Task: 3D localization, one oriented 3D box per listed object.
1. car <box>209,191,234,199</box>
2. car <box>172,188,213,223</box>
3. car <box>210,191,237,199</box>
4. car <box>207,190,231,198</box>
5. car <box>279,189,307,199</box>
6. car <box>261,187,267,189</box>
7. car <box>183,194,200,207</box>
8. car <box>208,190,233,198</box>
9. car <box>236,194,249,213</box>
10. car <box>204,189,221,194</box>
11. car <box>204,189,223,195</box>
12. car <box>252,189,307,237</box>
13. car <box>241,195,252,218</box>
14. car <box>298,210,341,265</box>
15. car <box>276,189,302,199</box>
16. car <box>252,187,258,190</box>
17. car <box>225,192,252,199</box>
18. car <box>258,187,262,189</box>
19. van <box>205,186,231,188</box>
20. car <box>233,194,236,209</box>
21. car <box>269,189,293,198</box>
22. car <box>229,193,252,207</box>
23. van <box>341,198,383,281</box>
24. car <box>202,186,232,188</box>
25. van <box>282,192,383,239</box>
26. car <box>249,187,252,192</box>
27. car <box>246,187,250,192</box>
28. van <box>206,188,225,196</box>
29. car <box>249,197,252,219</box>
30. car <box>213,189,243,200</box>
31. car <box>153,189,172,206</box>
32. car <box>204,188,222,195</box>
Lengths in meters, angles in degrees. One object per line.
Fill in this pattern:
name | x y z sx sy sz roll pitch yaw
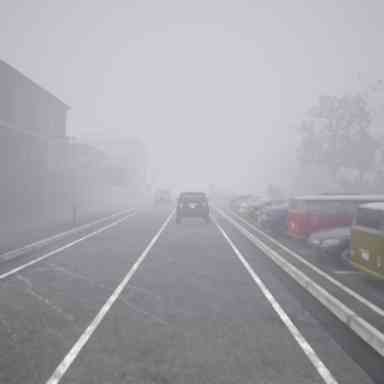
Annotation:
car | 5.730 0.525 64.559 4.674 1.452 2.002 0 1 0
car | 0.041 0.949 22.794 2.150 2.045 5.566 0 1 0
car | 5.767 0.573 61.777 4.792 1.488 2.163 0 1 0
car | 5.700 0.367 70.124 4.892 1.521 2.231 0 1 0
car | 18.848 0.415 61.946 4.553 1.767 2.185 0 1 0
car | 18.804 0.052 73.080 5.566 2.045 2.435 0 1 0
car | -0.073 0.991 41.034 1.994 1.385 4.181 0 1 0
car | 5.688 0.455 67.342 4.792 1.488 2.163 0 1 0
car | 6.230 1.121 24.544 5.366 1.575 1.946 0 1 0
car | 5.626 -0.073 92.386 4.674 1.452 2.002 0 1 0
car | 5.651 0.010 86.819 4.892 1.521 2.231 0 1 0
car | 6.025 1.037 16.063 5.566 2.045 2.435 0 1 0
car | 6.042 1.179 21.718 5.008 1.535 2.097 0 1 0
car | 6.062 1.438 10.419 4.674 1.452 2.002 0 1 0
car | 18.838 0.356 64.730 4.553 1.767 2.185 0 1 0
car | 18.756 -0.118 86.879 4.553 1.767 2.185 0 1 0
car | 6.065 0.990 33.021 4.792 1.488 2.163 0 1 0
car | 18.761 0.188 78.529 5.008 1.535 2.097 0 1 0
van | 5.580 0.079 73.025 4.442 1.987 1.878 0 1 0
car | 6.044 1.110 27.370 4.674 1.452 2.002 0 1 0
car | 18.755 0.240 70.174 4.553 1.767 2.185 0 1 0
car | 6.041 1.055 30.195 4.674 1.452 2.002 0 1 0
van | 6.179 1.221 7.709 4.442 1.987 1.878 0 1 0
car | 5.658 -0.003 75.683 5.566 2.045 2.435 0 1 0
van | 6.173 1.118 13.239 4.442 1.987 1.878 0 1 0
car | 18.720 -0.051 89.667 4.892 1.521 2.231 0 1 0
car | 18.676 -0.365 92.444 5.566 2.045 2.435 0 1 0
van | 5.559 -0.037 78.466 4.442 1.987 1.878 0 1 0
car | 6.056 1.234 18.894 5.008 1.535 2.097 0 1 0
car | 5.773 0.699 56.353 4.674 1.452 2.002 1 1 0
car | -3.518 0.645 41.146 2.150 2.045 5.566 0 1 0
car | 5.603 -0.177 89.600 4.553 1.767 2.185 0 1 0
